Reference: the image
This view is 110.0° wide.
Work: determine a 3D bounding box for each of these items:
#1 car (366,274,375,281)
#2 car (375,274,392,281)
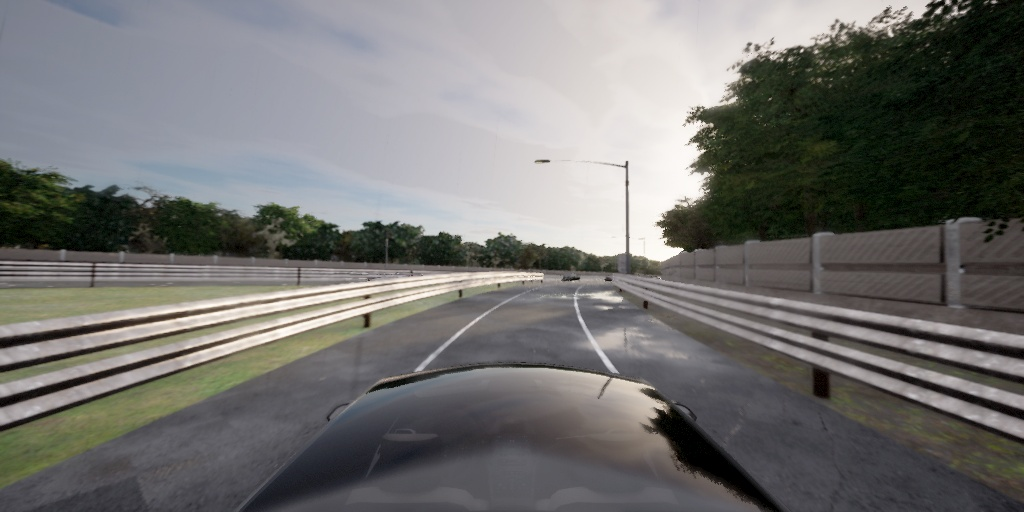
[{"bbox_3d":[-16.704,2.689,46.623,1.994,1.385,4.181,-2,-4,38],"label":"car"},{"bbox_3d":[-13.941,2.623,44.476,1.895,1.301,4.718,-2,-4,38],"label":"car"}]
